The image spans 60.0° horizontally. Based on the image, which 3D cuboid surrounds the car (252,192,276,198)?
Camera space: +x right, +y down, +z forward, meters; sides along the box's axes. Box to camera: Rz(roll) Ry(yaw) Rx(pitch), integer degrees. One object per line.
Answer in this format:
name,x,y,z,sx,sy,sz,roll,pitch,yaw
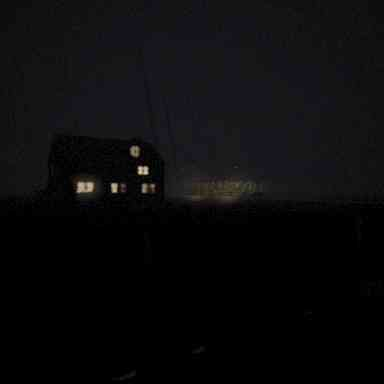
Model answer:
car,15.356,0.631,71.260,2.033,1.411,5.357,0,1,-35
